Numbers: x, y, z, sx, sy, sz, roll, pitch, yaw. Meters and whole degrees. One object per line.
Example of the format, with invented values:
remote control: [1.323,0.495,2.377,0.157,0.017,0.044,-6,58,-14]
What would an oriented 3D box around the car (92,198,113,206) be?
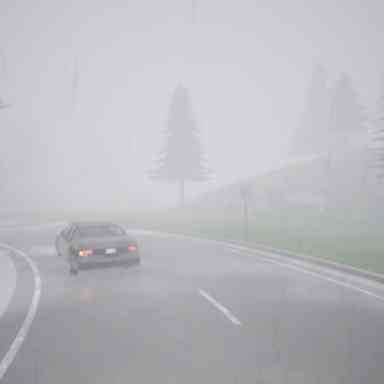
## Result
car: [-16.211,1.833,62.221,1.837,1.490,4.892,0,0,43]

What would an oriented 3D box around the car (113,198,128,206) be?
car: [-11.590,1.797,62.114,2.128,1.511,4.902,0,0,43]

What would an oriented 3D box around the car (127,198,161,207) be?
car: [-8.005,1.789,55.698,1.812,1.442,4.674,0,0,43]

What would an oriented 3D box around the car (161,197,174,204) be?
car: [-5.672,1.858,73.764,2.033,1.411,5.357,0,0,42]

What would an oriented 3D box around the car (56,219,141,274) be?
car: [-3.282,1.608,10.942,2.033,1.411,5.357,0,0,-27]

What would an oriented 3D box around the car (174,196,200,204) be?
car: [-1.167,1.641,73.520,2.097,1.767,4.553,0,0,42]

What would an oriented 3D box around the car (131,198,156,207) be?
car: [-8.694,1.849,60.114,1.994,1.385,4.181,0,0,43]
